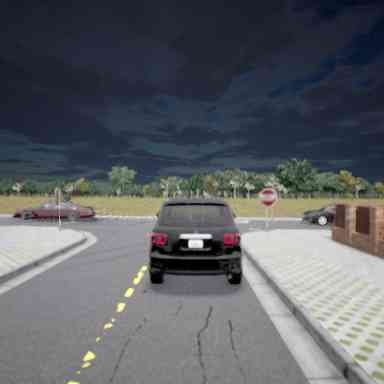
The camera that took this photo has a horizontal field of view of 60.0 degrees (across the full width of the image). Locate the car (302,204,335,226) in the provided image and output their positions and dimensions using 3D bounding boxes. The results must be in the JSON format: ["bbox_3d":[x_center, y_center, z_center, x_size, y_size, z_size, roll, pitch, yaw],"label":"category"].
[{"bbox_3d":[10.214,1.551,23.206,4.892,1.490,1.837,1,0,0],"label":"car"}]

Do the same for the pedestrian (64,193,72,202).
[{"bbox_3d":[-9.704,0.946,25.987,0.375,1.860,0.375,0,-1,0],"label":"pedestrian"}]

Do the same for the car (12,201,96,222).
[{"bbox_3d":[-9.653,1.346,23.629,5.357,1.411,2.033,1,0,-10],"label":"car"}]

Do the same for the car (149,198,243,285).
[{"bbox_3d":[0.121,1.174,9.551,2.150,2.045,5.566,0,0,1],"label":"car"}]
